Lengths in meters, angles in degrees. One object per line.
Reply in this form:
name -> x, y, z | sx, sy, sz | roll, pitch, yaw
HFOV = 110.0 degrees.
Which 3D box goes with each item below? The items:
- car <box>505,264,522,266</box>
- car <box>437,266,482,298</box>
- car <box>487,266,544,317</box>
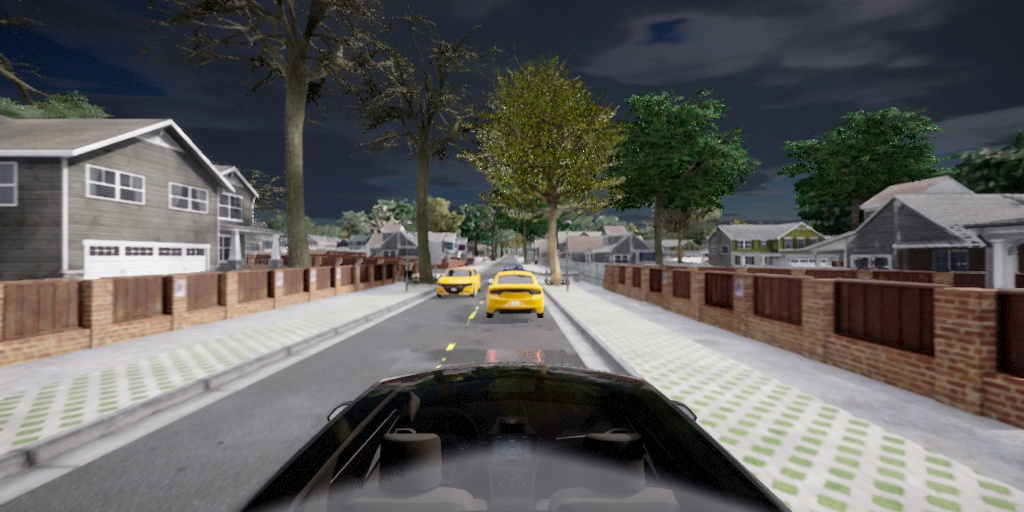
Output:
car -> 0.108, 1.376, 28.578 | 1.882, 1.535, 5.008 | 0, 0, 0
car -> -2.754, 1.339, 19.500 | 1.882, 1.535, 5.008 | 0, -1, 0
car -> 0.106, 1.309, 13.574 | 1.882, 1.535, 5.008 | 0, 0, 0
